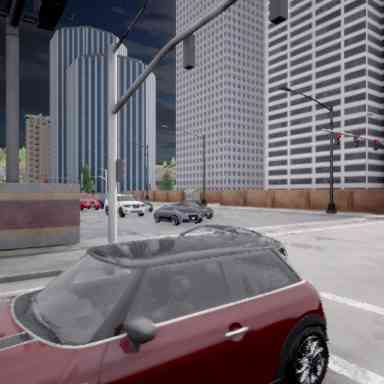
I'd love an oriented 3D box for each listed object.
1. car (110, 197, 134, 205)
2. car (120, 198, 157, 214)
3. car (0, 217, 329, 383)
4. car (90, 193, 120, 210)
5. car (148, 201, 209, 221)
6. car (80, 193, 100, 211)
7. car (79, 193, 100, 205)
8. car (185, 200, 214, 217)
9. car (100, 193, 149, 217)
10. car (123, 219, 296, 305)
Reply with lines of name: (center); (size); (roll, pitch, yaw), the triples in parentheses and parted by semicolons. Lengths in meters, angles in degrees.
car: (-12.314, 1.547, 58.266); (2.033, 1.411, 5.357); (0, 0, -35)
car: (-6.054, 1.491, 36.889); (2.128, 1.511, 4.902); (0, 0, -35)
car: (-0.600, 1.352, 3.565); (4.553, 1.767, 2.097); (0, 0, -35)
car: (-12.000, 1.221, 45.352); (2.150, 2.045, 5.566); (0, 0, -35)
car: (-1.055, 1.564, 23.713); (1.994, 1.385, 4.181); (0, 0, -35)
car: (-13.124, 1.223, 40.860); (2.150, 2.045, 5.566); (0, 0, -35)
car: (-19.124, 1.222, 61.853); (2.150, 2.045, 5.566); (0, 0, -35)
car: (-0.091, 1.505, 28.420); (1.837, 1.490, 4.892); (0, 0, -35)
car: (-6.438, 1.221, 31.349); (2.150, 2.045, 5.566); (0, 0, -35)
car: (0.559, 1.564, 8.688); (4.181, 1.385, 1.994); (0, 0, -35)
